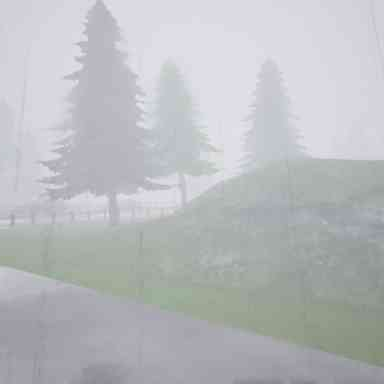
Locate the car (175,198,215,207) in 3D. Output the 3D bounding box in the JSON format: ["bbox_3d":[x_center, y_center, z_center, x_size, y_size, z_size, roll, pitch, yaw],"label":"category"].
[{"bbox_3d":[0.484,1.462,43.639,5.357,1.411,2.033,0,0,-35],"label":"car"}]

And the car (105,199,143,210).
[{"bbox_3d":[-7.571,1.466,37.357,4.181,1.385,1.994,0,0,-40],"label":"car"}]

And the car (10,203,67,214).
[{"bbox_3d":[-14.201,1.386,31.023,2.128,1.511,4.902,0,0,44],"label":"car"}]
